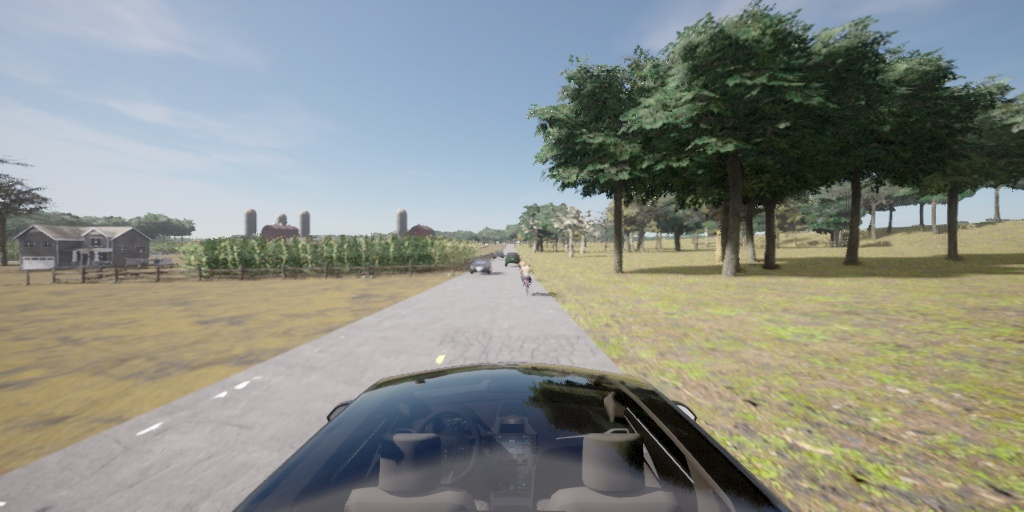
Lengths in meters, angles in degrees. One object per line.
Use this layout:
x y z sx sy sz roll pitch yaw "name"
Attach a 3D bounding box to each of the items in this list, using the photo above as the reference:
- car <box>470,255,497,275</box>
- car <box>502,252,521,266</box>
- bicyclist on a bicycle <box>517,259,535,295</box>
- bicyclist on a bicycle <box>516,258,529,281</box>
-2.861 0.973 33.974 2.128 1.511 4.902 0 0 0 "car"
0.066 0.441 53.032 2.150 2.045 5.566 0 1 0 "car"
0.718 1.080 17.595 0.866 1.612 1.509 0 1 0 "bicyclist on a bicycle"
0.769 0.993 26.329 0.866 1.612 1.509 0 1 0 "bicyclist on a bicycle"
